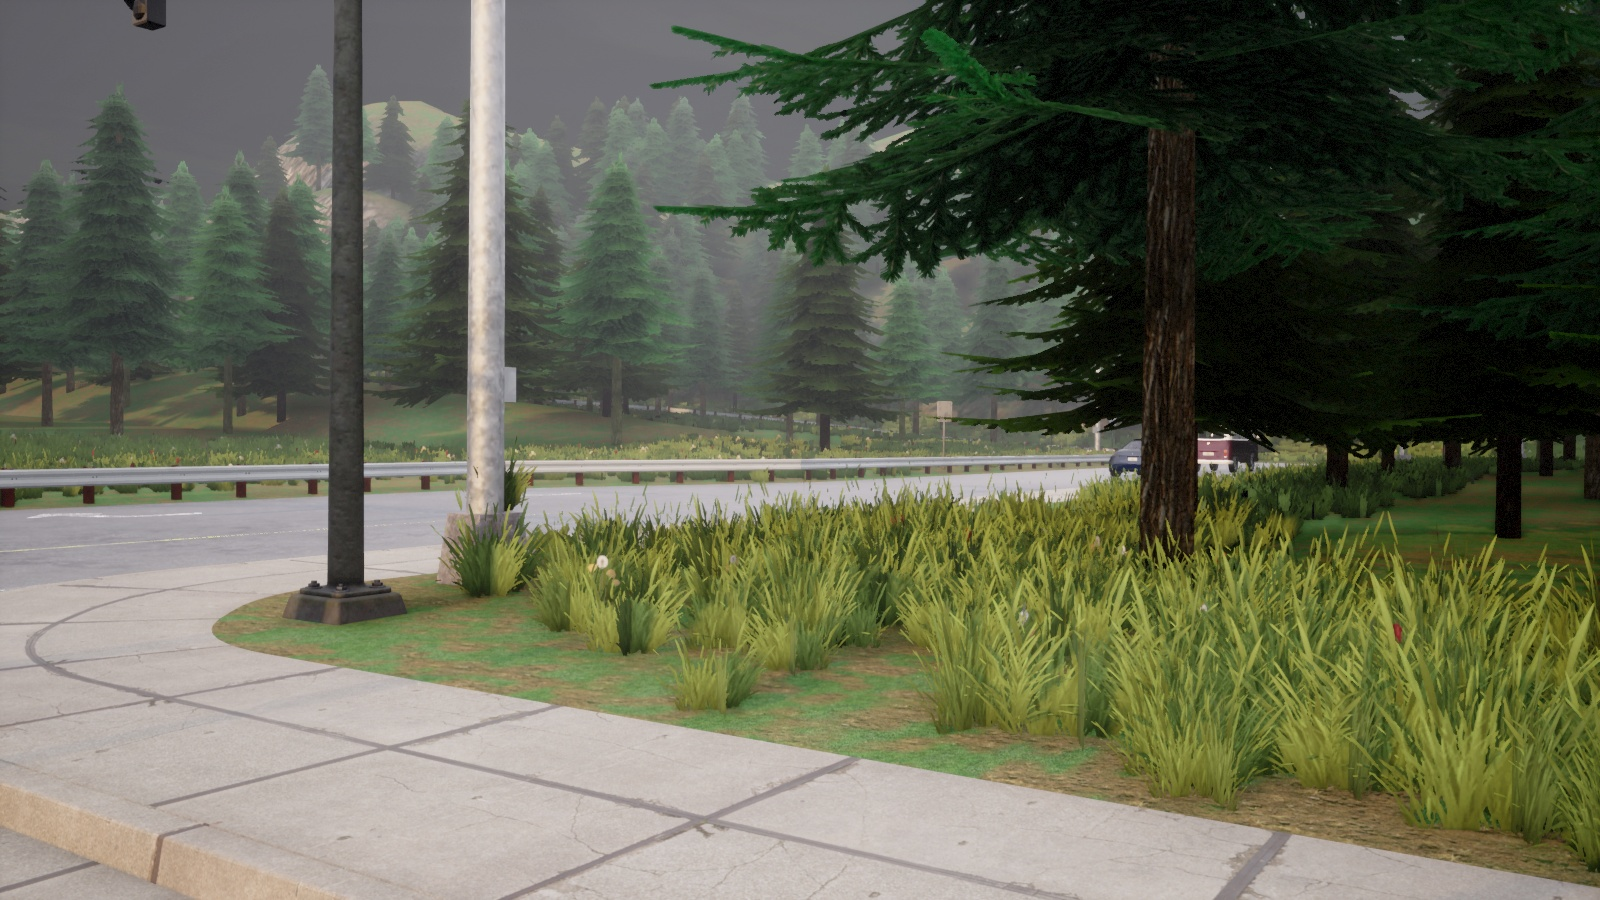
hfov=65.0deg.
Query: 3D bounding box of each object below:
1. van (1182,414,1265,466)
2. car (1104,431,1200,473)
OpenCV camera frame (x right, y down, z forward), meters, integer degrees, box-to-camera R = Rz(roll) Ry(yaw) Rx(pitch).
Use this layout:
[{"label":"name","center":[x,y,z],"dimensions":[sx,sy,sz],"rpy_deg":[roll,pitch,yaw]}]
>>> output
[{"label":"van","center":[17.456,-0.436,51.694],"dimensions":[2.069,2.038,4.480],"rpy_deg":[0,1,35]},{"label":"car","center":[12.544,0.046,44.617],"dimensions":[1.994,1.385,4.181],"rpy_deg":[0,1,35]}]
